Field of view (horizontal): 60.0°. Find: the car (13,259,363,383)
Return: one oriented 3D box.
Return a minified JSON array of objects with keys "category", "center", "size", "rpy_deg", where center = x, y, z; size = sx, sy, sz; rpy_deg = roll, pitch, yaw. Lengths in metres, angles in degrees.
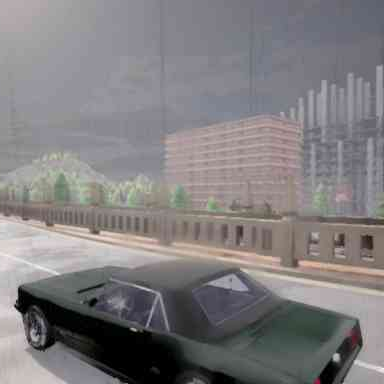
[{"category":"car","center":[-0.467,1.617,4.494],"size":[4.718,1.301,1.895],"rpy_deg":[0,0,38]}]
